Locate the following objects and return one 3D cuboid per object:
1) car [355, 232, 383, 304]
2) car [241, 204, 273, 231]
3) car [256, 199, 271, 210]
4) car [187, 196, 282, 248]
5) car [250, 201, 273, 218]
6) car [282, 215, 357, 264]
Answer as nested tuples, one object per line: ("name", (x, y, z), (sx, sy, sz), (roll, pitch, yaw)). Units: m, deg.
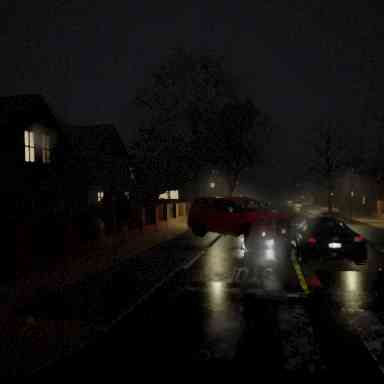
("car", (4.929, 1.286, 4.698), (2.097, 1.767, 4.553), (-2, -1, -15))
("car", (4.374, 1.588, 21.935), (1.812, 1.442, 4.674), (-1, 0, 13))
("car", (9.908, 1.690, 45.634), (1.895, 1.301, 4.718), (-1, 0, 13))
("car", (2.010, 1.239, 15.652), (2.150, 2.045, 5.566), (1, -1, -38))
("car", (6.613, 1.637, 31.647), (1.994, 1.385, 4.181), (-1, 0, 13))
("car", (4.577, 1.584, 11.851), (1.994, 1.385, 4.181), (-2, -1, 9))
